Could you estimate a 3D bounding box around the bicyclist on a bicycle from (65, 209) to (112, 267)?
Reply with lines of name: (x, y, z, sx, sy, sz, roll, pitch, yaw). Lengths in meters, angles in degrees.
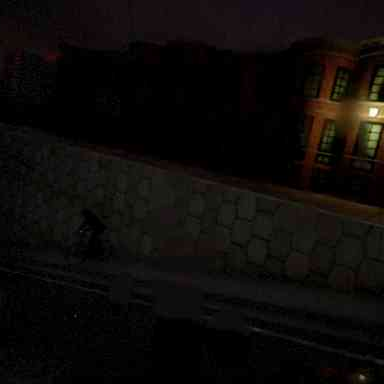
bicyclist on a bicycle: (-3.022, 1.338, 9.861, 0.582, 1.620, 1.656, 1, 0, 37)
